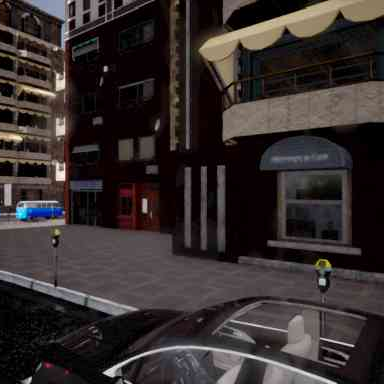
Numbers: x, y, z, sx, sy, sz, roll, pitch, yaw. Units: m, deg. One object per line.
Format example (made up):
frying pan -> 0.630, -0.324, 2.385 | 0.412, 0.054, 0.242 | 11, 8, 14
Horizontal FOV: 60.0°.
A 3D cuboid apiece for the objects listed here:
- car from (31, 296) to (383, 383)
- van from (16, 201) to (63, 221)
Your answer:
car -> 0.504, 1.551, 2.515 | 4.403, 1.369, 2.008 | 0, 0, 36
van -> -13.751, 1.707, 30.187 | 1.690, 1.788, 3.998 | -1, -2, 35
